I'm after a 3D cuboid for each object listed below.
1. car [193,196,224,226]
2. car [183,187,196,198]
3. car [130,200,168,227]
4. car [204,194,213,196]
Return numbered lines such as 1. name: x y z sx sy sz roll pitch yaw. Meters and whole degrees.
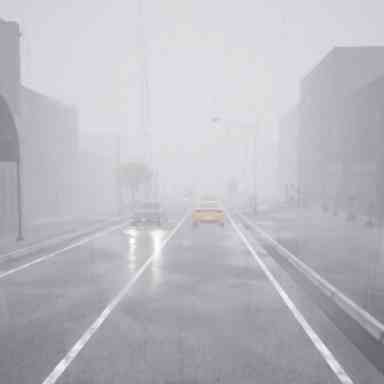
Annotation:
1. car: 1.090 1.305 22.051 1.882 1.535 5.008 0 1 3
2. car: -0.446 0.089 62.949 2.150 2.045 5.566 0 2 3
3. car: -2.647 1.318 21.437 1.837 1.490 4.892 0 1 3
4. car: 2.134 0.999 42.687 1.994 1.385 4.181 0 1 3
